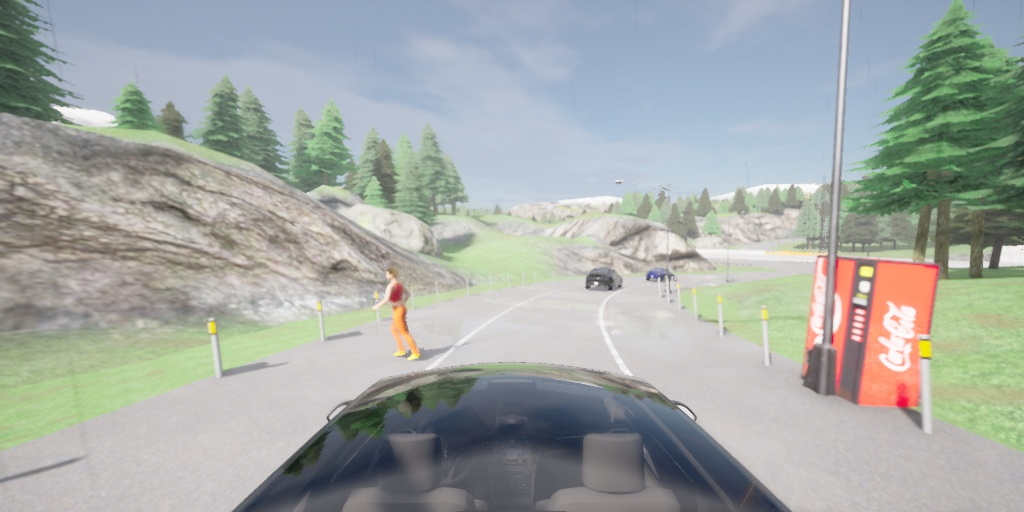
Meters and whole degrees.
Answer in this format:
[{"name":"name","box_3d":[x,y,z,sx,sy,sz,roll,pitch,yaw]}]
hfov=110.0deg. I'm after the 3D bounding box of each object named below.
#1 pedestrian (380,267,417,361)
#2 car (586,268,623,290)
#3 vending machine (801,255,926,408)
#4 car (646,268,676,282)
[{"name":"pedestrian","box_3d":[-2.228,1.084,6.999,0.375,1.860,0.375,-4,3,7]},{"name":"car","box_3d":[6.786,1.612,26.158,1.837,1.490,4.892,2,0,28]},{"name":"vending machine","box_3d":[5.198,1.020,5.459,1.100,2.100,0.880,0,0,6]},{"name":"car","box_3d":[16.174,2.007,38.887,1.812,1.442,4.674,4,1,44]}]
